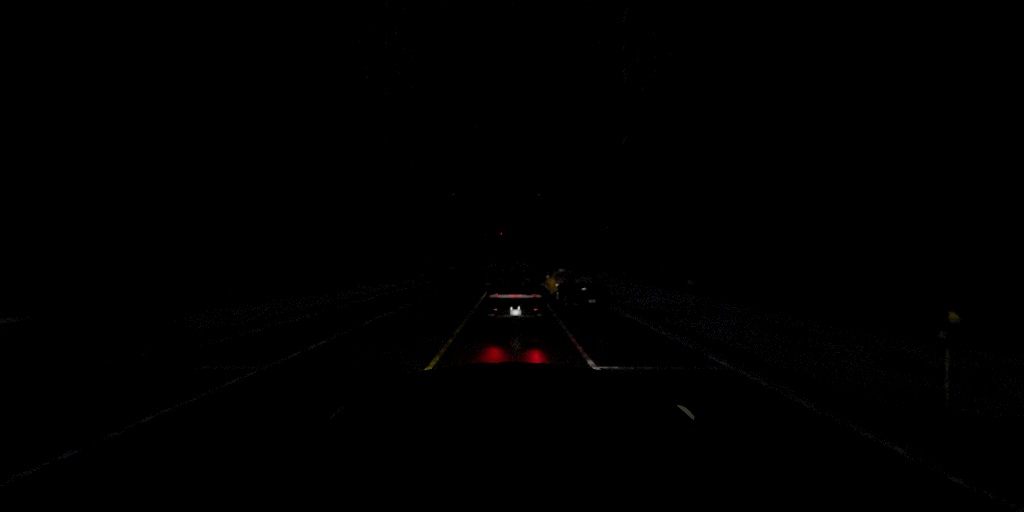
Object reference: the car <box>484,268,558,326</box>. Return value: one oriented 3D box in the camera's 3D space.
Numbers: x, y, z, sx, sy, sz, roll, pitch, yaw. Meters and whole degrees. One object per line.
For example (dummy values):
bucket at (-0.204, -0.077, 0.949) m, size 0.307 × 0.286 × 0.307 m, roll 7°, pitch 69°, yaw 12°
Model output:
car at (0.105, 1.322, 12.105) m, size 2.128 × 1.511 × 4.902 m, roll 0°, pitch 0°, yaw 0°

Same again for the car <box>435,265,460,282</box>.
car at (-5.647, 1.518, 31.798) m, size 1.888 × 1.381 × 4.507 m, roll 0°, pitch 0°, yaw 0°

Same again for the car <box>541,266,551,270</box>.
car at (2.888, 1.418, 20.791) m, size 1.751 × 1.417 × 4.829 m, roll 0°, pitch 0°, yaw 0°

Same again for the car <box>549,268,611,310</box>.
car at (2.882, 1.402, 15.035) m, size 2.007 × 1.370 × 4.403 m, roll 0°, pitch 0°, yaw 0°

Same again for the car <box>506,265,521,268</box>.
car at (0.123, 1.513, 30.681) m, size 2.033 × 1.411 × 5.357 m, roll 0°, pitch 0°, yaw 0°

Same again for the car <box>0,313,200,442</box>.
car at (-5.669, 1.348, 3.870) m, size 1.802 × 1.307 × 4.207 m, roll 0°, pitch 0°, yaw 0°
